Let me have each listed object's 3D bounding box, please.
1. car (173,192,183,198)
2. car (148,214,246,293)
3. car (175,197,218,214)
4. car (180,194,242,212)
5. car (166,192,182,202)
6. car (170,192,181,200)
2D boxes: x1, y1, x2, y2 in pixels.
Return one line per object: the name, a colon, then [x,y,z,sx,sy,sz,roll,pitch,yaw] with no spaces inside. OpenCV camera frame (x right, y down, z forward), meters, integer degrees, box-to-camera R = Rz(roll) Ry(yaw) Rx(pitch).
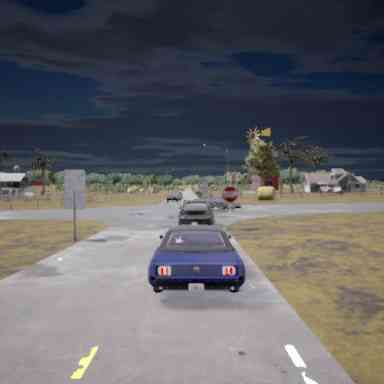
car: [-3.206,0.647,76.607,1.994,1.385,4.181,0,1,0]
car: [0.087,1.489,8.511,1.895,1.301,4.718,0,1,0]
car: [0.361,1.264,18.853,1.837,1.490,4.892,0,1,5]
car: [1.834,1.086,30.492,5.357,1.411,2.033,-1,1,0]
car: [-3.074,0.951,53.026,1.895,1.301,4.718,0,1,-1]
car: [-3.126,0.721,65.052,1.837,1.490,4.892,0,0,0]
